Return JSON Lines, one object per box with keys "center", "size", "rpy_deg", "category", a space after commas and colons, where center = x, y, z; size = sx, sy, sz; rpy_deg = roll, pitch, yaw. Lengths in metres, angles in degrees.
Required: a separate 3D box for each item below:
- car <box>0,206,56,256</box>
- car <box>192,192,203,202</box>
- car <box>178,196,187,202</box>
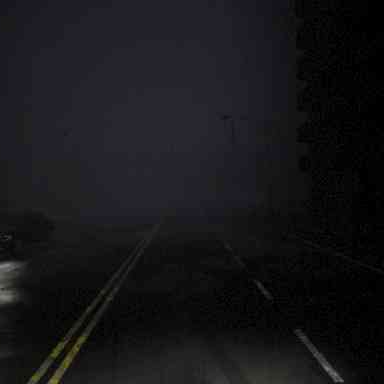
{"center": [-7.445, 1.614, 13.997], "size": [1.882, 1.535, 5.008], "rpy_deg": [-1, 0, -2], "category": "car"}
{"center": [1.313, 1.026, 74.015], "size": [2.150, 2.045, 5.566], "rpy_deg": [-1, 0, -2], "category": "car"}
{"center": [-2.177, 1.469, 73.909], "size": [1.895, 1.301, 4.718], "rpy_deg": [-1, 0, -2], "category": "car"}
